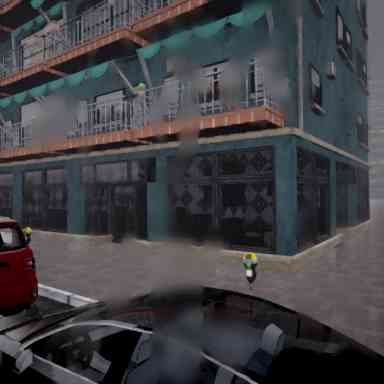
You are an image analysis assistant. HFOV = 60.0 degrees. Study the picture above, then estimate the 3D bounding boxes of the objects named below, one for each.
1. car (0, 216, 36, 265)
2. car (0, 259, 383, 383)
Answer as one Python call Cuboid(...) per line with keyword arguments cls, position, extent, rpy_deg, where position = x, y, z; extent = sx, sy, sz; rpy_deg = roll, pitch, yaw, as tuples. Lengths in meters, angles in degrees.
Cuboid(cls="car", position=(-4.907, 1.317, 6.227), extent=(5.009, 1.841, 2.192), rpy_deg=(0, -1, 35))
Cuboid(cls="car", position=(-0.296, 1.566, 2.942), extent=(4.313, 1.339, 1.947), rpy_deg=(0, -1, 35))
